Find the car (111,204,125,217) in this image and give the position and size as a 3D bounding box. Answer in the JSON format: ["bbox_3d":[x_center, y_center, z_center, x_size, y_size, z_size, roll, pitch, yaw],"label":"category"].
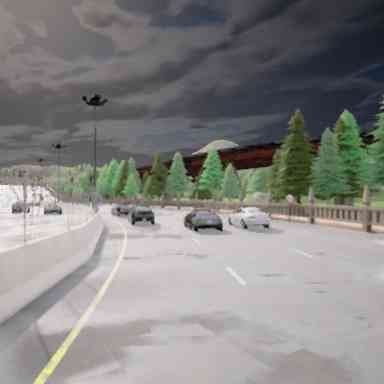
[{"bbox_3d":[-8.173,2.100,38.951,2.033,1.411,5.357,0,-1,-24],"label":"car"}]

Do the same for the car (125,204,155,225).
[{"bbox_3d":[-4.329,1.899,28.109,1.837,1.490,4.892,0,-1,-16],"label":"car"}]

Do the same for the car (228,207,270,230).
[{"bbox_3d":[4.022,1.830,23.909,1.812,1.442,4.674,0,-1,-13],"label":"car"}]

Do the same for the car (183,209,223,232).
[{"bbox_3d":[0.677,1.867,22.783,1.994,1.385,4.181,0,-1,-12],"label":"car"}]
